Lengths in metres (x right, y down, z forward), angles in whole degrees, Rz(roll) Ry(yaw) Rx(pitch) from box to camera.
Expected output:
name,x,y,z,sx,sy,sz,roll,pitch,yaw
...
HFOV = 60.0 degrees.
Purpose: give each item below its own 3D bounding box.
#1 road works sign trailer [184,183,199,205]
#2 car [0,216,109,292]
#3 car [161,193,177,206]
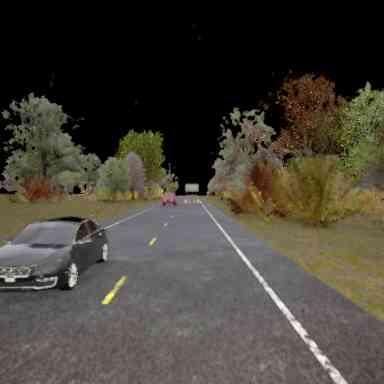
name,x,y,z,sx,sy,sz,roll,pitch,yaw
road works sign trailer,0.003,0.351,56.217,2.380,3.560,2.880,0,0,0
car,-3.600,1.478,9.007,1.837,1.490,4.892,0,0,0
car,-3.561,1.111,52.568,2.150,2.045,5.566,0,0,0
